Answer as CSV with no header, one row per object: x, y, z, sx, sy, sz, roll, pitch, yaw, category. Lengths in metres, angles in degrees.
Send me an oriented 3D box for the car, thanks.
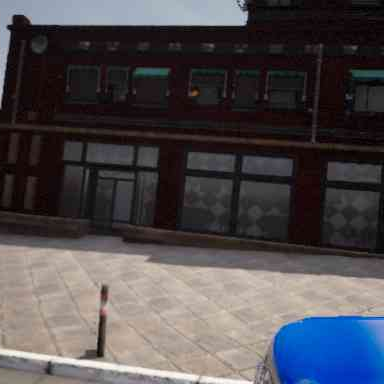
3.180,1.518,2.112,5.566,2.045,2.150,2,-4,10,car
